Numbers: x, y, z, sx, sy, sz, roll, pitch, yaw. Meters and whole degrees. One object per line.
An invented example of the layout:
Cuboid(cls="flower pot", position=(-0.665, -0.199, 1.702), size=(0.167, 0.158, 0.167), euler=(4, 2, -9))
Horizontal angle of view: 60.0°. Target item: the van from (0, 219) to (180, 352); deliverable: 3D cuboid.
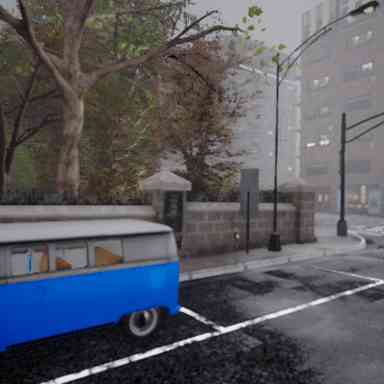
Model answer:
Cuboid(cls="van", position=(-2.096, 1.351, 5.001), size=(3.998, 1.788, 1.690), euler=(1, 1, -35))
